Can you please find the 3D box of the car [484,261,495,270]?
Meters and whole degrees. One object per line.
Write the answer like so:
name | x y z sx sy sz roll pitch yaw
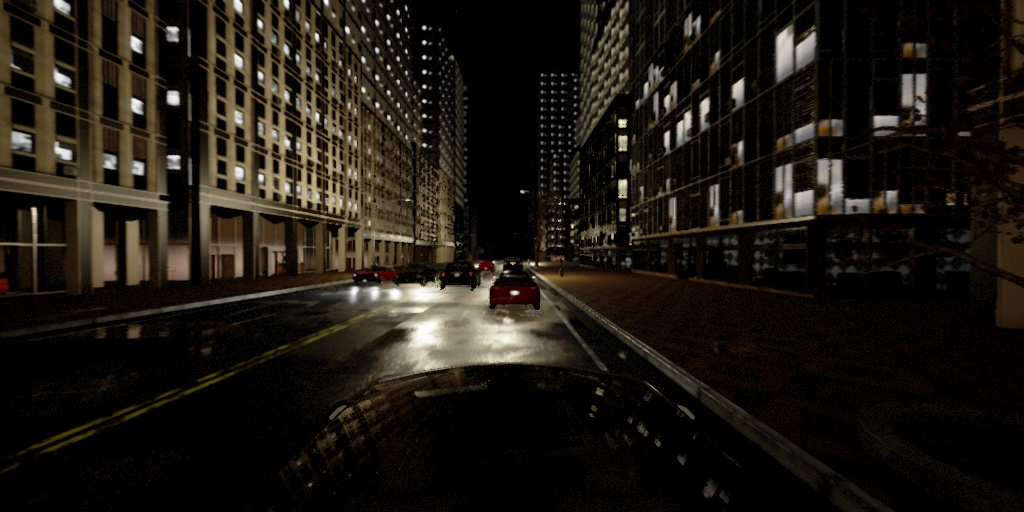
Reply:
car | -3.139 1.287 45.200 1.812 1.442 4.674 0 0 0

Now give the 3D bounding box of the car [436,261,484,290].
car | -3.144 1.099 22.619 2.097 1.767 4.553 0 0 0

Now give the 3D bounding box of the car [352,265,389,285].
car | -9.771 1.350 26.091 1.895 1.301 4.718 0 0 1

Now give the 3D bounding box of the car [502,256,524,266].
car | 0.110 0.978 40.274 2.150 2.045 5.566 0 0 0

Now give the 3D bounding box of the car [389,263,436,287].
car | -6.535 1.226 24.788 1.882 1.535 5.008 0 0 1

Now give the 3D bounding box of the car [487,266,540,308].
car | 0.104 1.312 15.096 1.994 1.385 4.181 0 0 0
